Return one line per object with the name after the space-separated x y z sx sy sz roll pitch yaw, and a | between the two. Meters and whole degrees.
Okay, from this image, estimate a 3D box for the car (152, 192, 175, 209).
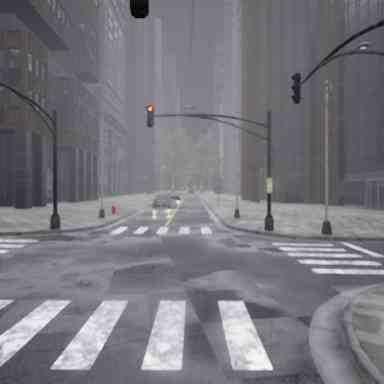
-3.160 1.022 35.805 1.837 1.490 4.892 0 1 0 | car

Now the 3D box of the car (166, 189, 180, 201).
-3.119 0.684 58.112 1.882 1.535 5.008 0 0 0 | car
